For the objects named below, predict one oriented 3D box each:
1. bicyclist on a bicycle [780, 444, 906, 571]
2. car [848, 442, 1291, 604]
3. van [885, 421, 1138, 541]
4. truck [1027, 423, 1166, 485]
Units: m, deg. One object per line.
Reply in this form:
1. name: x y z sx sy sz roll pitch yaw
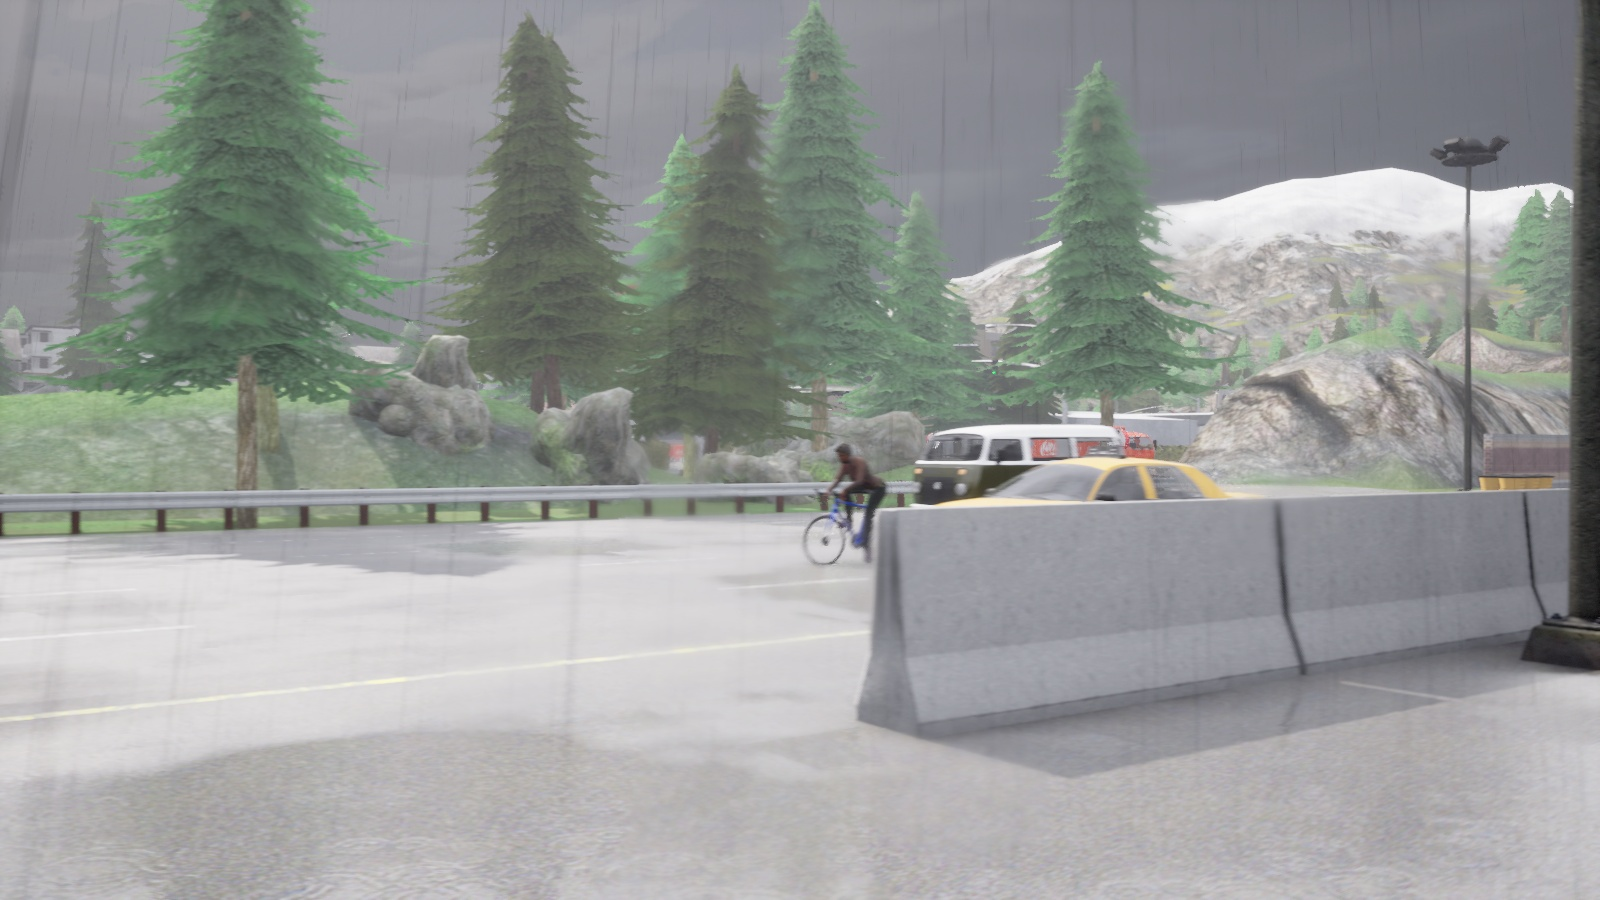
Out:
1. bicyclist on a bicycle: 0.583 0.738 16.847 1.656 1.620 0.582 -1 0 -35
2. car: 3.241 0.713 14.443 5.366 1.575 1.801 0 0 -35
3. van: 4.007 0.514 23.505 4.480 2.038 2.069 -1 0 -35
4. truck: 12.283 0.163 52.280 2.627 2.467 5.204 0 0 -35
